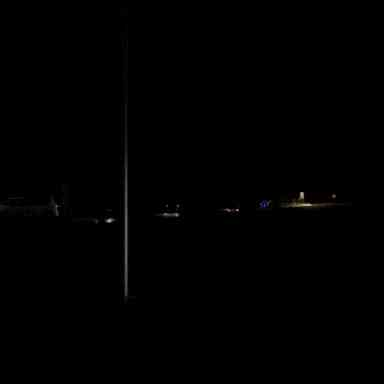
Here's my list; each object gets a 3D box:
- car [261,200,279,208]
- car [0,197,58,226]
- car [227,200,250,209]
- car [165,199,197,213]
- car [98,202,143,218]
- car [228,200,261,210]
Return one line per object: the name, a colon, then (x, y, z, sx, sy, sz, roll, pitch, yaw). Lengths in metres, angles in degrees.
car: (13.485, 2.096, 57.666, 1.895, 1.301, 4.718, -1, -1, 35)
car: (-12.810, 1.361, 24.846, 2.150, 2.045, 5.566, -1, -1, 34)
car: (7.582, 1.993, 54.008, 1.812, 1.442, 4.674, -1, -1, 35)
car: (-1.281, 1.680, 41.424, 2.097, 1.767, 4.553, -1, -1, 35)
car: (-7.064, 1.712, 33.105, 1.882, 1.535, 5.008, -1, -1, 35)
car: (7.792, 1.898, 49.400, 2.128, 1.511, 4.902, -1, -1, 35)
